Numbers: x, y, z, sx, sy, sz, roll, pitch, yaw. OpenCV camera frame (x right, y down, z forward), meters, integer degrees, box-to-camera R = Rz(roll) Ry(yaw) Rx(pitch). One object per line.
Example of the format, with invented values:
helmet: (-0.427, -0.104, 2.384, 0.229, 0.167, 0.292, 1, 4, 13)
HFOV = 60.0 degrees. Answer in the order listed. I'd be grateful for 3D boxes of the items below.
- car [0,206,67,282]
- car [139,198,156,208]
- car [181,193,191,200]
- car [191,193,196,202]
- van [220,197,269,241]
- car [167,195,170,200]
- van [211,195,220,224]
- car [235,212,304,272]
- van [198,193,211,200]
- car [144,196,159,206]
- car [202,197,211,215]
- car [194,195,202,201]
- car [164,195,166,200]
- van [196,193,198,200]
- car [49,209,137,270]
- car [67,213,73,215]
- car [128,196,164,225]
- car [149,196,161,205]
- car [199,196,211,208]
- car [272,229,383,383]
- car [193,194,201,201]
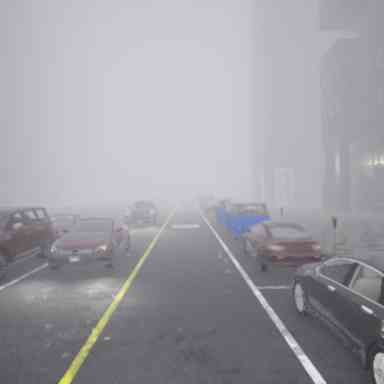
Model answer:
car: (-5.899, 1.401, 10.123, 2.192, 1.841, 5.009, -1, 0, -1)
car: (-6.604, 1.604, 49.859, 2.008, 1.369, 4.403, -1, 0, -1)
car: (-1.560, 1.452, 90.198, 1.812, 1.442, 4.674, -1, 0, -1)
car: (1.509, 1.205, 72.720, 2.192, 1.841, 5.009, -1, 0, -1)
van: (2.522, 1.271, 15.954, 1.690, 1.788, 3.998, -1, 0, -1)
car: (-7.211, 1.579, 83.918, 1.887, 1.381, 4.507, -1, 0, -1)
van: (2.421, 1.265, 21.630, 1.690, 1.788, 3.998, -1, 0, -1)
car: (2.628, 1.519, 10.278, 1.802, 1.307, 4.206, -1, 0, -1)
van: (2.016, 1.249, 44.337, 1.690, 1.788, 3.998, -1, 0, -1)
car: (-6.707, 1.490, 55.536, 1.967, 1.590, 4.097, -1, 0, -1)
car: (2.222, 1.497, 32.983, 1.802, 1.307, 4.206, -1, 0, -1)
car: (1.409, 1.413, 78.567, 1.752, 1.417, 4.829, -1, 0, -1)
car: (-6.907, 1.608, 66.889, 1.947, 1.339, 4.313, -1, 0, -1)
van: (1.915, 1.245, 50.014, 1.690, 1.788, 3.998, -1, 0, -1)
car: (-3.253, 1.564, 11.391, 1.812, 1.442, 4.674, -1, 0, -1)
car: (-5.996, 1.661, 15.801, 1.802, 1.307, 4.206, -1, 0, -1)
car: (-3.468, 1.378, 24.092, 2.097, 1.767, 4.553, -1, 0, -1)
car: (-6.804, 1.571, 61.042, 1.752, 1.417, 4.829, -1, 0, -1)
car: (2.121, 1.493, 38.660, 1.802, 1.307, 4.206, -1, 0, -1)
car: (2.728, 1.496, 4.601, 2.008, 1.369, 4.403, -1, 0, -1)
car: (1.309, 1.325, 84.074, 1.967, 1.590, 4.097, -1, 0, -1)
